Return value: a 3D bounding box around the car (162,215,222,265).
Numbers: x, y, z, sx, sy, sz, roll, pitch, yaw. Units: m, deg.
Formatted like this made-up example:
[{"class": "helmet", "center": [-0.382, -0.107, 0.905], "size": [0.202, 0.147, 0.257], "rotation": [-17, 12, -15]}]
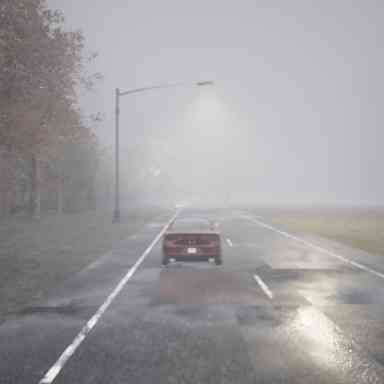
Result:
[{"class": "car", "center": [-0.002, 1.555, 12.080], "size": [1.882, 1.535, 5.008], "rotation": [0, 0, 0]}]
